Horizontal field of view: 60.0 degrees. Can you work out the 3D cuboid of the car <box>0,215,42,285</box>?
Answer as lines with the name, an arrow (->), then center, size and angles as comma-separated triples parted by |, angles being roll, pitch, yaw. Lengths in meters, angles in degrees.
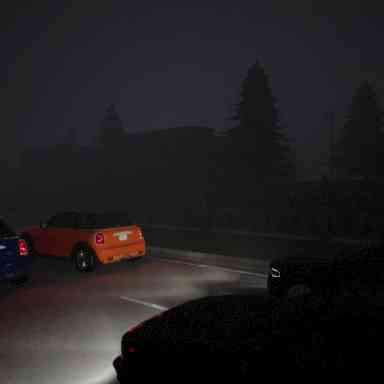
car -> -6.066, 1.352, 8.320 | 4.553, 1.767, 2.097 | 0, 0, 36

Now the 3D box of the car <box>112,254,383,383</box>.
car -> 1.764, 1.547, 2.737 | 5.357, 1.411, 2.033 | 0, 0, 36

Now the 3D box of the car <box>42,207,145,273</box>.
car -> -3.736, 1.352, 10.956 | 4.553, 1.767, 2.097 | 0, 0, 36

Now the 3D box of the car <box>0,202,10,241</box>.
car -> -11.005, 1.352, 16.124 | 4.553, 1.767, 2.097 | 0, 0, 36

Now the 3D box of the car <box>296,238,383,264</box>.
car -> 3.762, 1.478, 5.612 | 5.008, 1.535, 1.882 | 0, 0, 36
